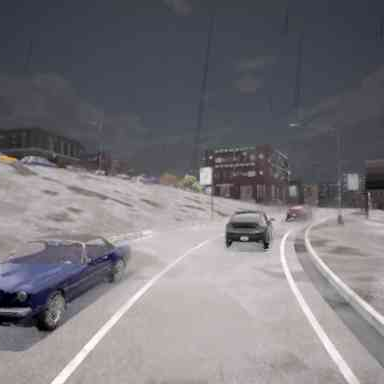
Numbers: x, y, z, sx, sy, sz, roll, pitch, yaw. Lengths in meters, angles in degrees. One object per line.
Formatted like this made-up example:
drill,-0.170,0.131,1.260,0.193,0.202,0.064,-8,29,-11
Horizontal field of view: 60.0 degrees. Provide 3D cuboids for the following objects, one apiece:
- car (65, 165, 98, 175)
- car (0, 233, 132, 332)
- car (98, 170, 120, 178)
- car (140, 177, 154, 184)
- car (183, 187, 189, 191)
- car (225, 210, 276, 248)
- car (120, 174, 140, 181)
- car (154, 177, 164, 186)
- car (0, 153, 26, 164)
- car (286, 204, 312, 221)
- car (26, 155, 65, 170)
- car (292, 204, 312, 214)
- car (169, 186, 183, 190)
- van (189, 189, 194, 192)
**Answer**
car,-14.976,-2.620,42.915,2.163,1.488,4.792,-1,-3,23
car,-2.898,1.631,7.096,1.895,1.301,4.718,0,-1,8
car,-12.919,-2.319,48.028,2.002,1.452,4.674,-1,-3,22
car,-9.136,-1.875,58.410,2.185,1.767,4.553,-1,-4,19
car,-2.863,-0.213,79.633,2.002,1.452,4.674,0,-4,14
car,2.757,1.628,15.575,1.837,1.490,4.892,-1,-1,16
car,-11.006,-2.069,53.095,2.231,1.521,4.892,-1,-3,21
car,-7.371,-1.658,63.732,2.435,2.045,5.566,-1,-4,18
car,-19.489,-3.237,32.627,2.097,1.535,5.008,-1,-3,26
car,10.469,2.005,32.493,1.812,1.442,4.674,-1,-2,29
car,-17.212,-3.075,37.659,2.185,1.767,4.553,-1,-3,24
car,17.380,2.686,52.383,2.128,1.511,4.902,-1,-3,30
car,-4.268,-0.622,74.287,2.002,1.452,4.674,0,-4,16
van,-1.503,-0.037,85.143,1.878,1.987,4.442,0,-5,14
